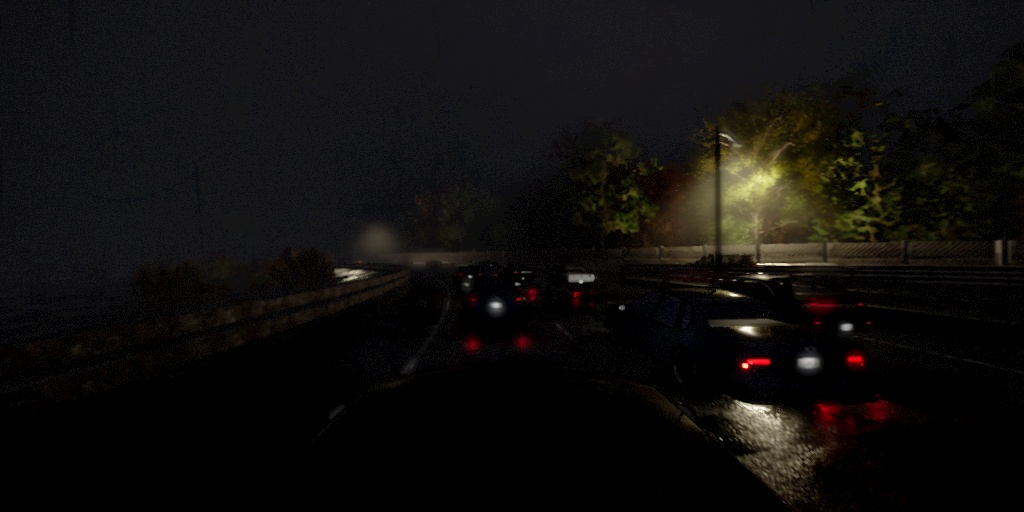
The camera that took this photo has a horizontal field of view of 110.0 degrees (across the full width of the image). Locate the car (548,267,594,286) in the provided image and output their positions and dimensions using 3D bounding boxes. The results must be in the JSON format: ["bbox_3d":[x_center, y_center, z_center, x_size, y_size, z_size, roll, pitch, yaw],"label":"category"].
[{"bbox_3d":[4.124,1.452,25.985,1.895,1.301,4.718,0,0,-12],"label":"car"}]

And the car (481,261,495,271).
[{"bbox_3d":[-3.571,1.416,50.122,1.837,1.490,4.892,0,0,-35],"label":"car"}]

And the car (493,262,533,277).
[{"bbox_3d":[0.232,1.369,27.215,2.128,1.511,4.902,0,0,-13],"label":"car"}]

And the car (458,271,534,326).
[{"bbox_3d":[-0.638,1.369,12.020,1.994,1.385,4.181,0,0,-6],"label":"car"}]

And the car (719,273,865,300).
[{"bbox_3d":[6.618,1.247,9.682,2.128,1.511,4.902,0,0,-4],"label":"car"}]

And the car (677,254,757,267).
[{"bbox_3d":[15.643,0.904,27.727,5.566,2.045,2.150,-1,-1,41],"label":"car"}]

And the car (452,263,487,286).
[{"bbox_3d":[-3.409,1.461,27.345,1.994,1.385,4.181,0,0,-14],"label":"car"}]

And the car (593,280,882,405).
[{"bbox_3d":[3.329,1.305,6.674,2.033,1.411,5.357,0,0,-3],"label":"car"}]
